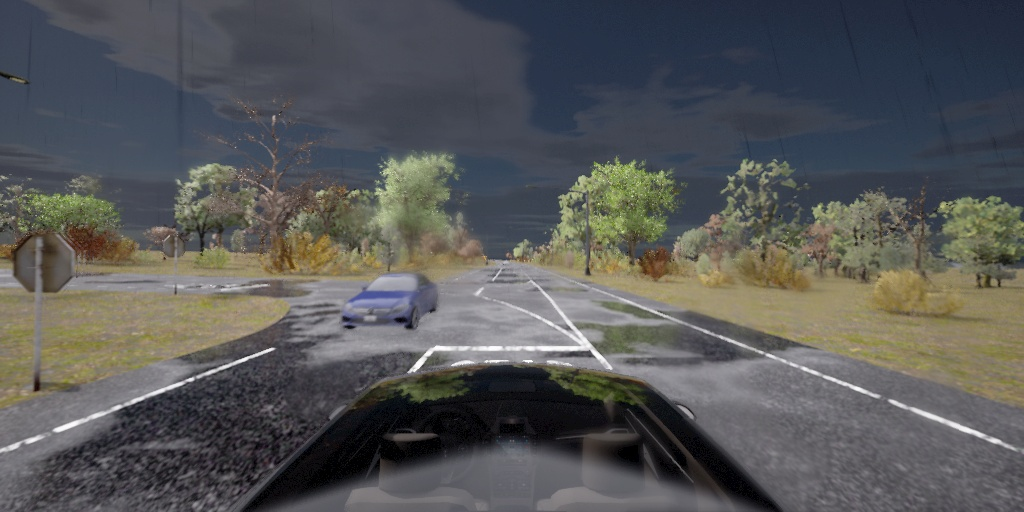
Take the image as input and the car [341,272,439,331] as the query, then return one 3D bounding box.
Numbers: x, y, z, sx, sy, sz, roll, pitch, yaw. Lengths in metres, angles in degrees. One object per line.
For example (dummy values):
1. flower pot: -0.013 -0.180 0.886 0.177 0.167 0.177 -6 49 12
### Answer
1. car: -3.482 1.245 11.143 1.812 1.442 4.674 1 1 0
